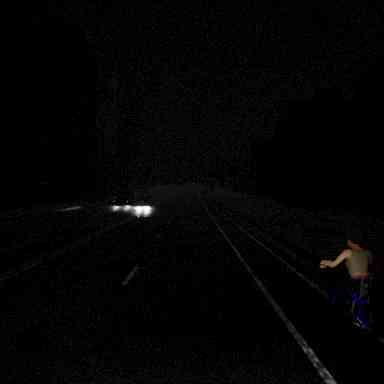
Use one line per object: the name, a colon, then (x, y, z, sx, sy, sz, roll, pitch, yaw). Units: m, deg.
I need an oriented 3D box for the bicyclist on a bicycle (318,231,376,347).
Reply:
bicyclist on a bicycle: (2.518, 1.411, 5.294, 0.866, 1.612, 1.509, 1, 0, 0)

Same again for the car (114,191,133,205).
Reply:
car: (-9.763, 0.812, 48.287, 2.150, 2.045, 5.566, 0, 0, 0)

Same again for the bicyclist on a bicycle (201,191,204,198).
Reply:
bicyclist on a bicycle: (2.338, 0.631, 74.350, 0.582, 1.620, 1.656, 0, 1, -1)

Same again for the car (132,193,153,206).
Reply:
car: (-6.536, 1.104, 46.218, 2.128, 1.511, 4.902, 0, 1, 1)

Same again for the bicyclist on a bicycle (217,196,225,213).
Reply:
bicyclist on a bicycle: (2.823, 1.205, 32.443, 0.866, 1.612, 1.509, 1, 1, -4)
